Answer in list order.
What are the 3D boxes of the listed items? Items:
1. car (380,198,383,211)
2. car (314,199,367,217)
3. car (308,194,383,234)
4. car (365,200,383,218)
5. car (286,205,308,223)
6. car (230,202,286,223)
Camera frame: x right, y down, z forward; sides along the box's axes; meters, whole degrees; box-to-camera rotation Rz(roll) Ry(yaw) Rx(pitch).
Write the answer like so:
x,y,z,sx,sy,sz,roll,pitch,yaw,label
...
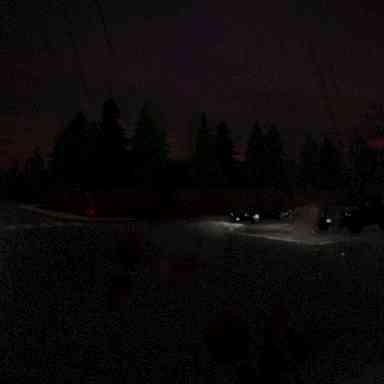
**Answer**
x,y,z,sx,sy,sz,roll,pitch,yaw,label
23.577,1.381,37.973,4.892,1.490,1.837,0,0,-35,car
13.954,1.459,31.118,5.357,1.411,2.033,0,0,-35,car
9.537,1.164,19.375,5.566,2.045,2.150,0,0,-36,car
17.272,1.432,29.183,4.674,1.442,1.812,0,0,-35,car
9.117,1.289,23.372,4.553,1.767,2.097,0,0,-35,car
5.263,1.491,24.964,5.357,1.411,2.033,0,0,-39,car
